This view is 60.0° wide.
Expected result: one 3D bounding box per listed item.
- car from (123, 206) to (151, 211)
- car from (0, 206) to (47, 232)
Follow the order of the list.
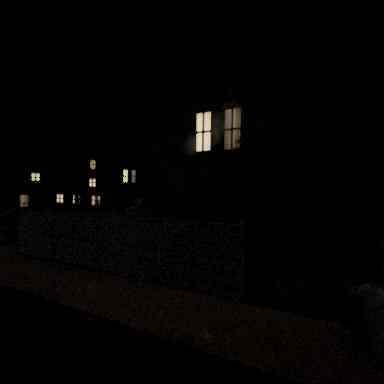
[{"bbox_3d":[-5.218,1.990,30.579,1.812,1.442,4.674,2,0,36],"label":"car"},{"bbox_3d":[-11.310,1.717,22.329,1.882,1.535,5.008,2,0,37],"label":"car"}]
